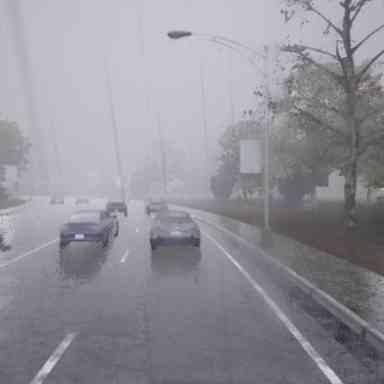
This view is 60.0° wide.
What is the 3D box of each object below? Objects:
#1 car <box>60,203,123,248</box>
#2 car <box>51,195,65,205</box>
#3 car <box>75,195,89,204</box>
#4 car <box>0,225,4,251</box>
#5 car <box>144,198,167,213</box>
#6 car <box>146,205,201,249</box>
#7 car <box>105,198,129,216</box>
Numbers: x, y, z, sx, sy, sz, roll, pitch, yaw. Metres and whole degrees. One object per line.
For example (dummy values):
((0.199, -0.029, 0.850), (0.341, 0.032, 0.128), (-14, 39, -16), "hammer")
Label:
((-4.298, 1.439, 14.341), (1.812, 1.442, 4.674), (0, 0, -6), "car")
((-20.220, 1.177, 50.170), (2.128, 1.511, 4.902), (0, 0, -21), "car")
((-17.142, 1.202, 51.974), (1.812, 1.442, 4.674), (0, 0, -21), "car")
((-7.653, 1.470, 10.416), (1.812, 1.442, 4.674), (0, 0, -5), "car")
((-3.319, 1.302, 30.453), (2.128, 1.511, 4.902), (0, 0, -12), "car")
((-0.792, 1.474, 14.169), (1.994, 1.385, 4.181), (0, 0, -6), "car")
((-6.888, 1.317, 30.489), (1.837, 1.490, 4.892), (0, 0, -12), "car")
